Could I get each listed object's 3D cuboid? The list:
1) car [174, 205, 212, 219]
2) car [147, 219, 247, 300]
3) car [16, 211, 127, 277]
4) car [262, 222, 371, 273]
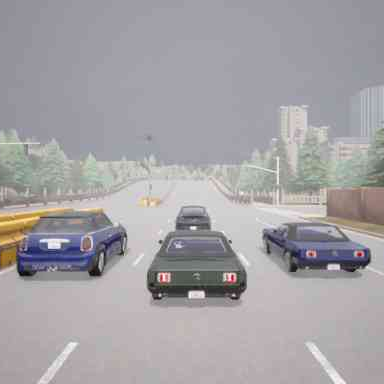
[{"bbox_3d":[0.065,1.505,18.585,1.837,1.490,4.892,0,0,0],"label":"car"},{"bbox_3d":[0.085,1.601,8.348,1.895,1.301,4.718,0,0,0],"label":"car"},{"bbox_3d":[-3.419,1.352,10.375,2.097,1.767,4.553,0,0,0],"label":"car"},{"bbox_3d":[3.580,1.601,10.617,1.895,1.301,4.718,0,0,0],"label":"car"}]
